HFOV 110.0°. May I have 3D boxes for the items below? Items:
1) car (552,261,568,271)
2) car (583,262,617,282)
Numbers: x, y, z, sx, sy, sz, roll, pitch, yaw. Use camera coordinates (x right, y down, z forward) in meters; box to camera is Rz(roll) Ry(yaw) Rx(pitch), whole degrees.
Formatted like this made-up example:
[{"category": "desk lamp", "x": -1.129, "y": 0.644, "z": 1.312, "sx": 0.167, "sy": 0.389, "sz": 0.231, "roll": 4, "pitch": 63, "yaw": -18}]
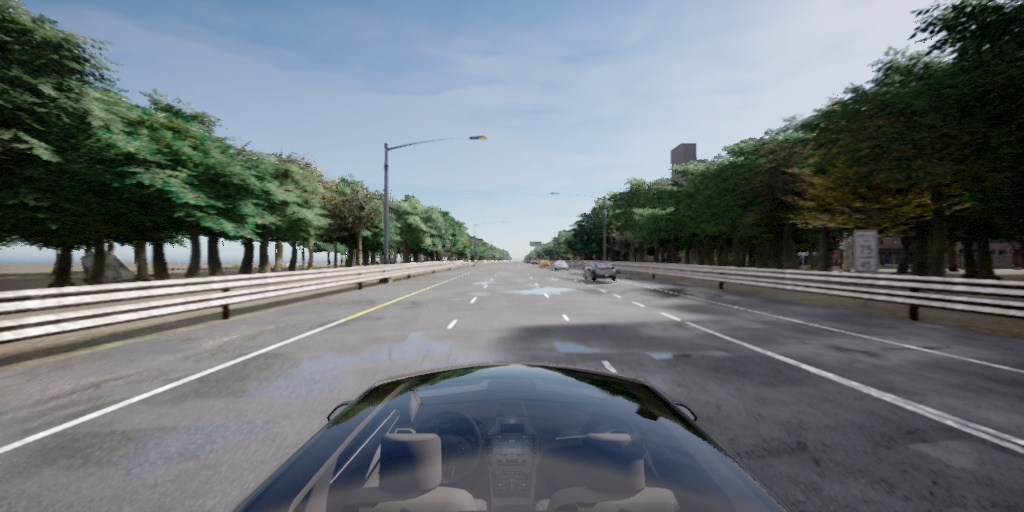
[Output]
[{"category": "car", "x": 7.089, "y": 1.396, "z": 52.771, "sx": 1.812, "sy": 1.442, "sz": 4.674, "roll": 0, "pitch": 0, "yaw": 0}, {"category": "car", "x": 7.016, "y": 1.256, "z": 28.921, "sx": 2.128, "sy": 1.511, "sz": 4.902, "roll": 0, "pitch": 0, "yaw": 0}]
